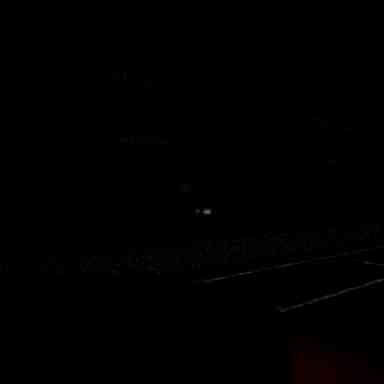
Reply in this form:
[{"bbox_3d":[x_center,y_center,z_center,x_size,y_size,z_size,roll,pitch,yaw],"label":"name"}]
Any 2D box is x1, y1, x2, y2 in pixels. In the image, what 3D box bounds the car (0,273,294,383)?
[{"bbox_3d":[-1.400,1.476,2.385,5.008,1.535,1.882,0,0,-35],"label":"car"}]
